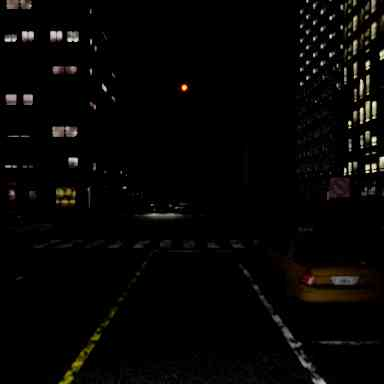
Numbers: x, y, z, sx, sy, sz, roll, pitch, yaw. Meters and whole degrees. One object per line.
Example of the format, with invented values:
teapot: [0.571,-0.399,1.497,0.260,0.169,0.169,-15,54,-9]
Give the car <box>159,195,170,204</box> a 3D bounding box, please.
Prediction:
car: [-5.610,1.505,68.056,1.967,1.590,4.097,0,0,0]

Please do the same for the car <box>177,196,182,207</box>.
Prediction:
car: [-3.028,1.585,52.373,2.033,1.411,5.357,0,0,0]

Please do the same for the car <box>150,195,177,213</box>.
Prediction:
car: [-3.054,1.371,36.587,2.097,1.767,4.553,0,0,0]

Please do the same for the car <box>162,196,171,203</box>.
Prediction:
car: [-5.603,1.658,73.583,1.802,1.307,4.206,0,0,0]

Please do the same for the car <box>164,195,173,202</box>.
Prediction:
car: [-5.597,1.527,79.109,1.967,1.590,4.097,0,0,0]

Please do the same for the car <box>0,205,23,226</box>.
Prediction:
car: [-15.284,1.706,24.637,5.008,1.535,1.882,-1,0,1]

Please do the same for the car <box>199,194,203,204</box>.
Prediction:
car: [2.763,1.370,62.518,2.192,1.841,5.009,0,0,0]

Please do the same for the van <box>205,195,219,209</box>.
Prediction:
van: [2.742,1.370,45.939,1.690,1.788,3.998,0,0,0]

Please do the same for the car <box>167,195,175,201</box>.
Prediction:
car: [-5.582,1.636,89.993,1.752,1.417,4.829,0,0,0]

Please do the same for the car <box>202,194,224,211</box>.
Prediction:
car: [2.736,1.337,40.413,2.192,1.841,5.009,0,0,0]

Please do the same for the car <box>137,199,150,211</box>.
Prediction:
car: [-5.643,1.573,40.423,2.008,1.369,4.403,0,0,0]

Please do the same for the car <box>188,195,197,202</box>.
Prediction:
car: [0.099,1.541,79.609,2.033,1.411,5.357,0,0,0]

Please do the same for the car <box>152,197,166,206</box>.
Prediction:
car: [-5.623,1.596,57.002,2.008,1.369,4.403,0,0,0]

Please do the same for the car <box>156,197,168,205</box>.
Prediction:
car: [-5.617,1.600,62.528,1.887,1.381,4.507,0,0,0]

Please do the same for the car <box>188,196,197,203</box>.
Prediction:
car: [0.085,1.545,69.192,1.882,1.535,5.008,0,0,0]

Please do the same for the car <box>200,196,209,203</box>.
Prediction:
car: [2.777,1.620,73.572,1.887,1.381,4.507,0,0,0]

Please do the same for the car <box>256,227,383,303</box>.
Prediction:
car: [2.697,1.527,8.170,1.752,1.417,4.829,0,0,0]

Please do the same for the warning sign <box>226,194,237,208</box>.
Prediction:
warning sign: [5.126,1.141,43.667,1.300,1.860,1.060,0,0,0]

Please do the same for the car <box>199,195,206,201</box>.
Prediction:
car: [2.798,1.636,90.322,1.752,1.417,4.829,0,0,0]
